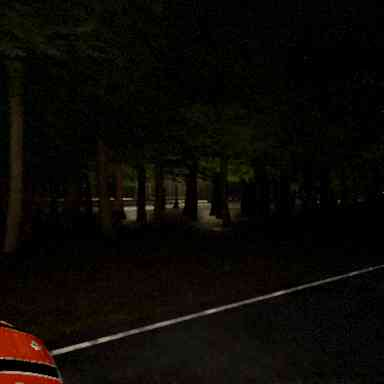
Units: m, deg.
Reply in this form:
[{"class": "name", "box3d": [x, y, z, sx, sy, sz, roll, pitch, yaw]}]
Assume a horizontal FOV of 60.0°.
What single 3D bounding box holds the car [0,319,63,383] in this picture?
[{"class": "car", "box3d": [-2.981, 1.350, 1.622, 4.553, 1.767, 2.097, 0, 0, -35]}]
